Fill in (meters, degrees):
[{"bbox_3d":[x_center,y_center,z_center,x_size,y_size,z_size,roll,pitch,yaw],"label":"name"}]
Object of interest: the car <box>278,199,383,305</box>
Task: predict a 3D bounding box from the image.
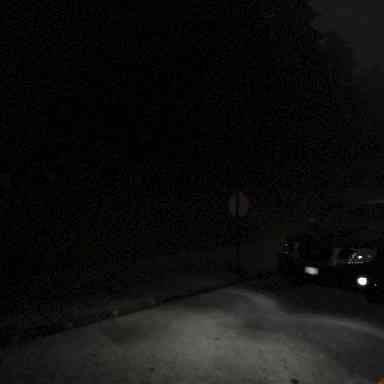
[{"bbox_3d":[4.552,1.234,8.564,5.566,2.045,2.150,0,0,-40],"label":"car"}]
